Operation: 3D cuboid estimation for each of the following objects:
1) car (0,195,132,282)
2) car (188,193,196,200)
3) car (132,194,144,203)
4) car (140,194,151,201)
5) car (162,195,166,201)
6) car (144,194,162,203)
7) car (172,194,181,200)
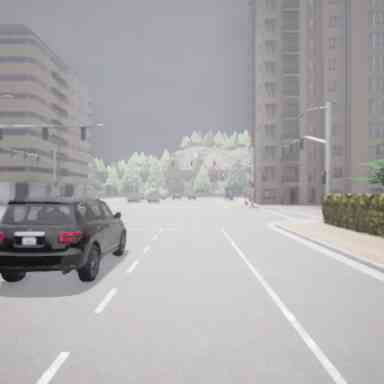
[{"bbox_3d":[-3.457,1.178,9.804,2.150,2.045,5.566,0,-1,1],"label":"car"},{"bbox_3d":[-0.006,1.080,76.878,2.128,1.511,4.902,0,0,0],"label":"car"},{"bbox_3d":[-10.538,1.282,60.344,1.837,1.490,4.892,0,0,1],"label":"car"},{"bbox_3d":[-10.506,1.235,75.372,1.812,1.442,4.674,0,0,0],"label":"car"},{"bbox_3d":[-7.006,1.263,75.372,1.994,1.385,4.181,0,0,0],"label":"car"},{"bbox_3d":[-7.039,1.281,60.413,1.837,1.490,4.892,0,0,1],"label":"car"},{"bbox_3d":[-3.506,1.079,76.877,1.812,1.442,4.674,0,0,0],"label":"car"}]
